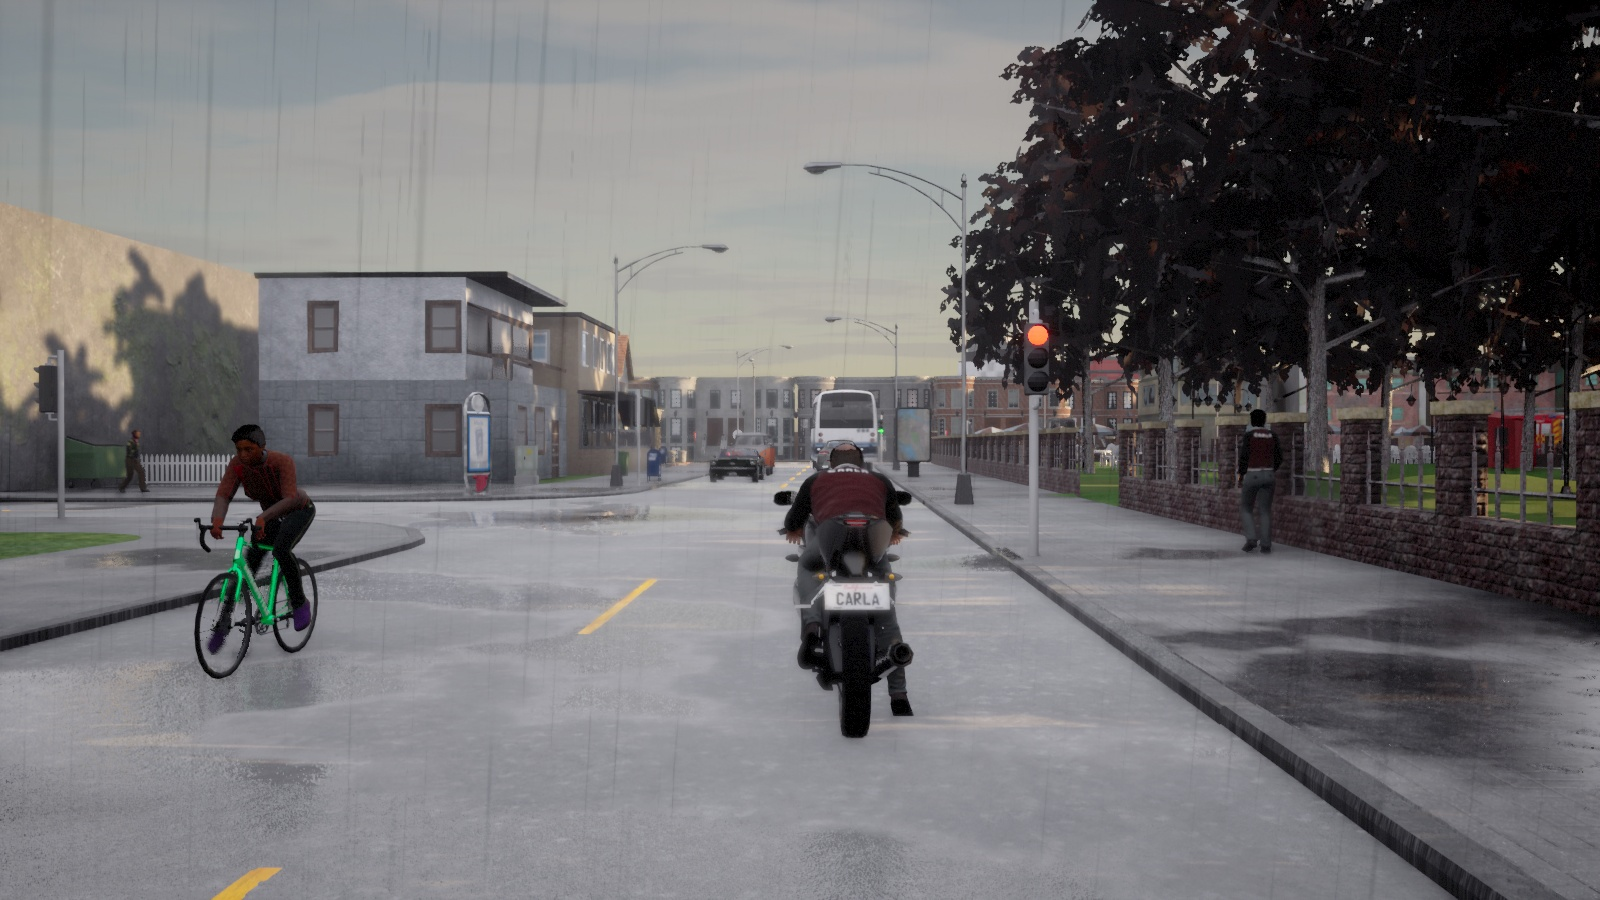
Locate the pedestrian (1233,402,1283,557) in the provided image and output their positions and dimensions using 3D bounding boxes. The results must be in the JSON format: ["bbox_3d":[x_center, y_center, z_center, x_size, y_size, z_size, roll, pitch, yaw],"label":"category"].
[{"bbox_3d":[5.820,0.371,15.981,0.402,1.930,0.666,0,0,2],"label":"pedestrian"}]

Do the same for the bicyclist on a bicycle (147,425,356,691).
[{"bbox_3d":[-3.641,0.648,8.493,0.582,1.620,1.656,0,1,4],"label":"bicyclist on a bicycle"}]

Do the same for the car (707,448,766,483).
[{"bbox_3d":[-2.426,0.568,49.116,1.895,1.301,4.718,0,0,2],"label":"car"}]

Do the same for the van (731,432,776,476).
[{"bbox_3d":[-2.134,0.170,58.140,1.775,1.987,4.442,0,0,2],"label":"van"}]

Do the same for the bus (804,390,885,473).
[{"bbox_3d":[2.305,-1.022,69.765,3.944,4.253,10.273,0,1,-1],"label":"bus"}]

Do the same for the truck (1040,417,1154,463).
[{"bbox_3d":[22.212,-0.750,94.248,7.936,3.462,2.891,0,0,2],"label":"truck"}]

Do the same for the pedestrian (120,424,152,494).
[{"bbox_3d":[-18.498,0.244,34.972,0.692,1.930,0.395,0,0,12],"label":"pedestrian"}]

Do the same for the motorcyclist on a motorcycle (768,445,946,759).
[{"bbox_3d":[0.271,0.741,7.237,0.866,1.530,2.191,0,0,0],"label":"motorcyclist on a motorcycle"}]

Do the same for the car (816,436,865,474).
[{"bbox_3d":[1.848,0.202,57.494,2.152,1.651,5.027,0,0,1],"label":"car"}]

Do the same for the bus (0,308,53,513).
[{"bbox_3d":[-21.709,-0.794,26.017,10.273,4.253,3.944,0,0,4],"label":"bus"}]
